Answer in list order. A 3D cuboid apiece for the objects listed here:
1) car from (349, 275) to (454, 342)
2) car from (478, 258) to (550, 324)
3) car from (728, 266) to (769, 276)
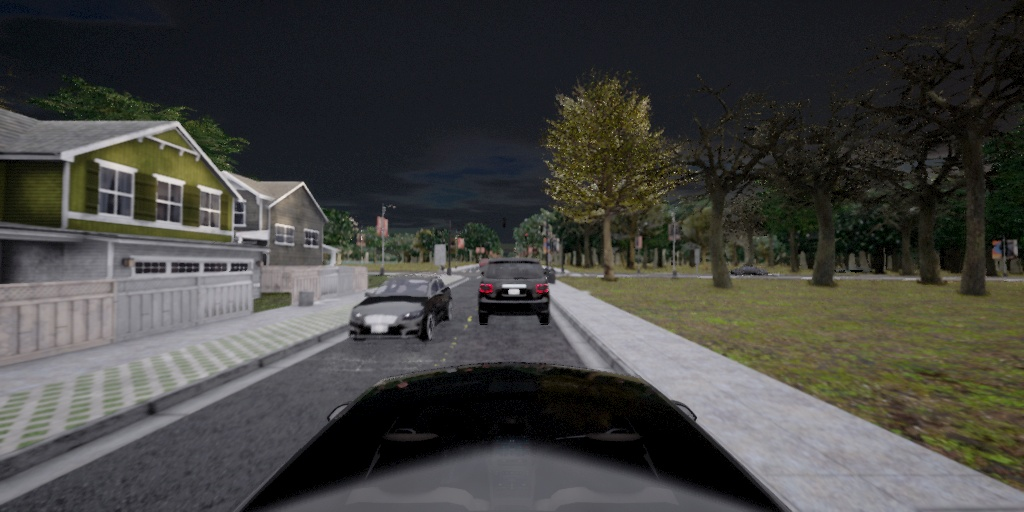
[{"bbox_3d":[-2.869,1.329,10.199,2.128,1.511,4.902,0,-1,0],"label":"car"},{"bbox_3d":[0.059,1.086,12.565,2.150,2.045,5.566,0,0,0],"label":"car"},{"bbox_3d":[35.090,2.254,53.450,5.357,1.411,2.033,1,-2,1],"label":"car"}]
